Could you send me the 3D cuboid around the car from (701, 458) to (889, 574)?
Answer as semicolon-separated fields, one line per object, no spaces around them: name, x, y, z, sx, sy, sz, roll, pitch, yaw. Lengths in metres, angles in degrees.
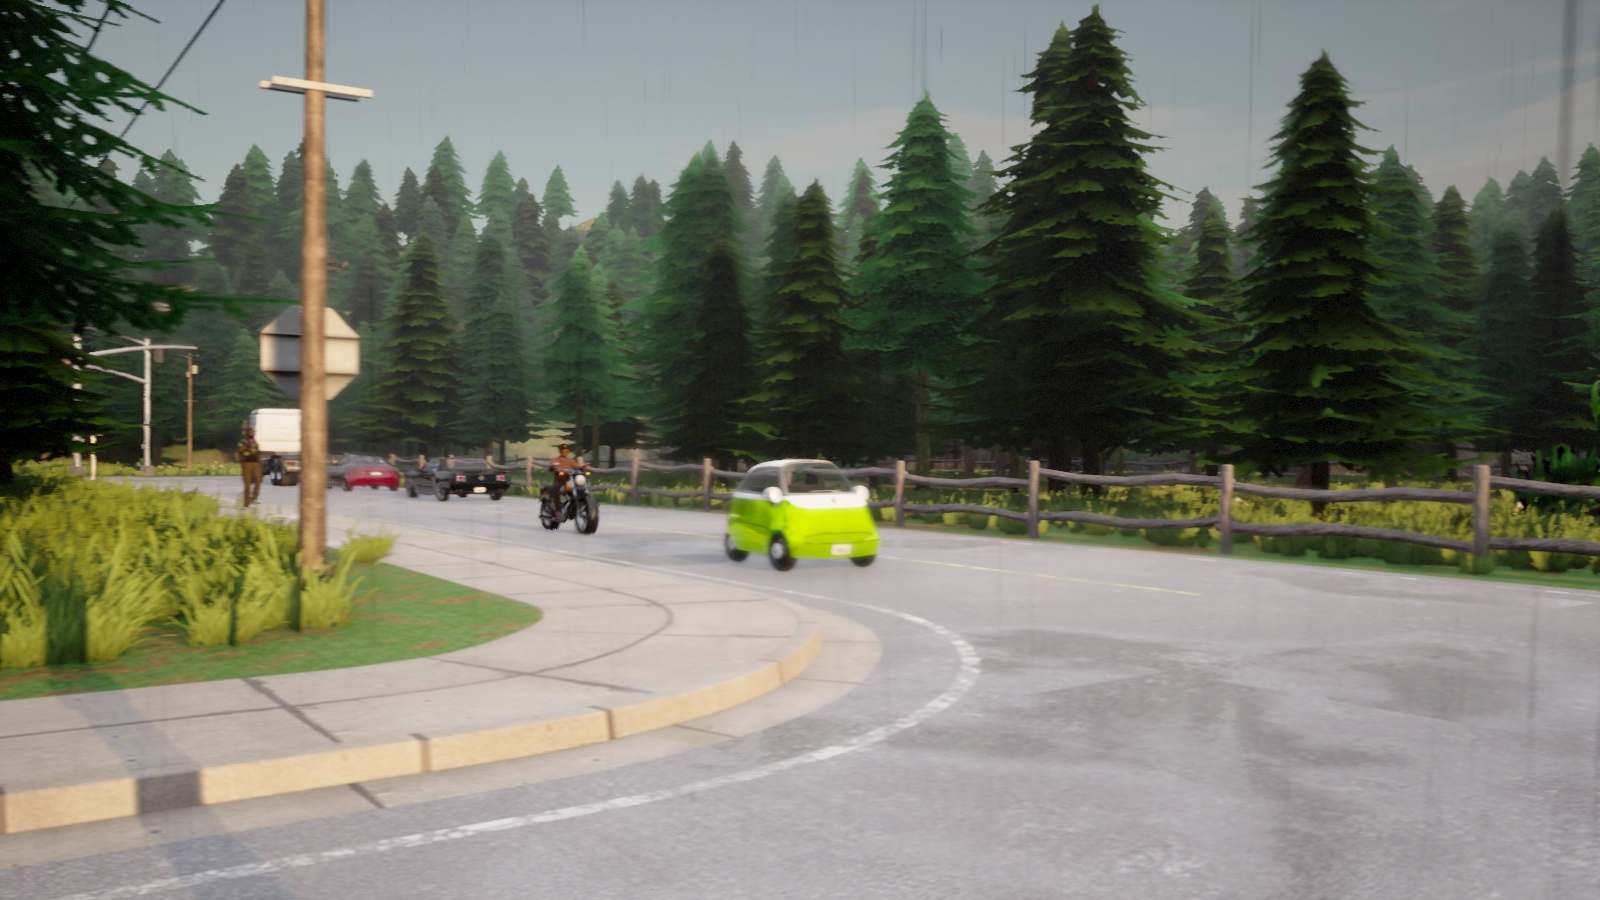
car;-0.110;0.800;16.290;1.481;1.376;2.207;0;0;-33

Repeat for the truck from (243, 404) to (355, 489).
truck;-22.058;-0.129;54.999;2.891;3.462;7.936;0;0;-35

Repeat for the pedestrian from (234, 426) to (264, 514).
pedestrian;-12.251;0.438;27.931;0.395;1.930;0.692;0;0;-44

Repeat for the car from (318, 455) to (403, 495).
car;-16.404;0.895;46.744;1.994;1.385;4.181;0;0;-34

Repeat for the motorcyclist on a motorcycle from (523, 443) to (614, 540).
motorcyclist on a motorcycle;-4.201;0.712;22.628;0.766;1.649;2.350;0;0;-33

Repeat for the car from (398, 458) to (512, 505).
car;-10.567;0.909;38.215;1.895;1.301;4.718;0;0;-35
